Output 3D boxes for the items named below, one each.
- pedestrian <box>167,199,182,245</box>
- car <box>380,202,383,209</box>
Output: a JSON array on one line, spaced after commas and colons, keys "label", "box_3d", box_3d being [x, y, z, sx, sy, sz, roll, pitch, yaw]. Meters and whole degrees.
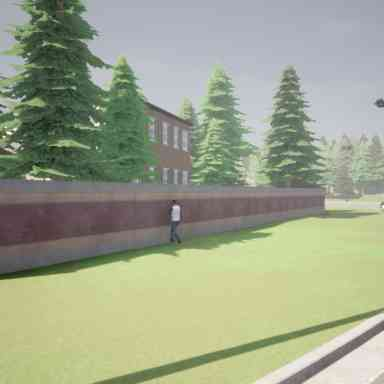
[{"label": "pedestrian", "box_3d": [-0.643, 1.112, 13.147, 0.375, 1.860, 0.375, 0, 0, -42]}, {"label": "car", "box_3d": [25.211, 1.505, 40.670, 1.837, 1.490, 4.892, 0, 0, -6]}]
